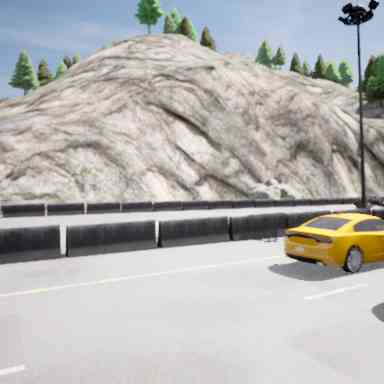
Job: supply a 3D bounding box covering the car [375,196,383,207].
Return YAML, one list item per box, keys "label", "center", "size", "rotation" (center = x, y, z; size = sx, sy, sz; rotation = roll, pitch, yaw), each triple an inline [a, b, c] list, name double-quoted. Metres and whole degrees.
- label: "car"
  center: [26.637, 1.116, 43.559]
  size: [4.553, 1.767, 2.097]
  rotation: [0, 0, -30]

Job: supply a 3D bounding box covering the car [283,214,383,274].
- label: "car"
  center: [5.107, 1.425, 10.422]
  size: [5.008, 1.535, 1.882]
  rotation: [0, 0, -30]

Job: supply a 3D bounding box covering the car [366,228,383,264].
- label: "car"
  center: [5.876, 1.484, 6.814]
  size: [4.674, 1.442, 1.812]
  rotation: [0, 0, -30]

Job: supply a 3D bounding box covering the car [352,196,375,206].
- label: "car"
  center: [24.460, 1.267, 46.342]
  size: [4.892, 1.490, 1.837]
  rotation: [0, 0, -30]
